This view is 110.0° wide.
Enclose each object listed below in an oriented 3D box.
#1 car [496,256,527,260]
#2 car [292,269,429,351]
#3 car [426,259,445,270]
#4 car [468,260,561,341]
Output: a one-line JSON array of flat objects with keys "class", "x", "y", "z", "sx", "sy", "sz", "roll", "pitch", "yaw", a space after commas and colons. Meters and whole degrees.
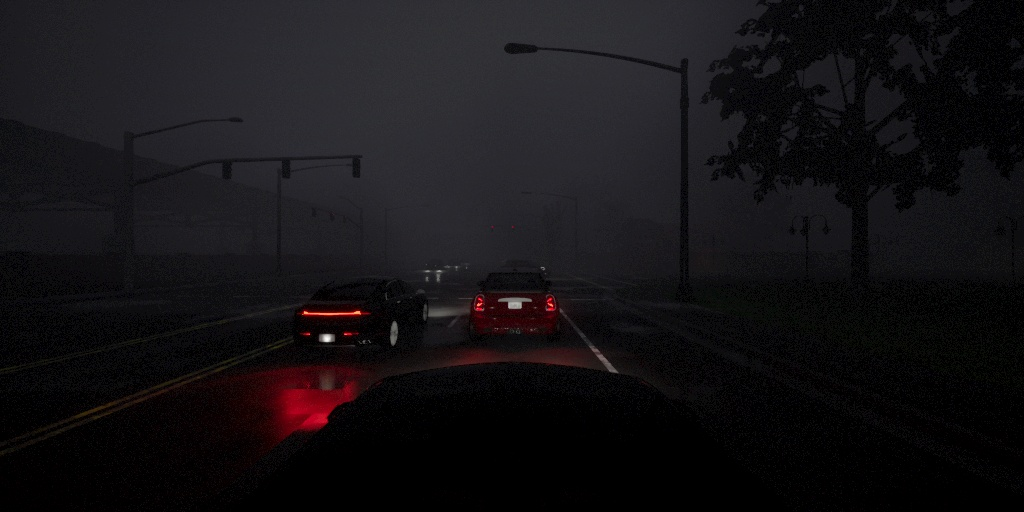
[{"class": "car", "x": 1.292, "y": 1.087, "z": 32.408, "sx": 4.553, "sy": 1.767, "sz": 2.097, "roll": 0, "pitch": 0, "yaw": 24}, {"class": "car", "x": -3.421, "y": 1.255, "z": 8.997, "sx": 1.837, "sy": 1.490, "sz": 4.892, "roll": 0, "pitch": 0, "yaw": -1}, {"class": "car", "x": -10.623, "y": 1.190, "z": 49.768, "sx": 1.837, "sy": 1.490, "sz": 4.892, "roll": 0, "pitch": 0, "yaw": 0}, {"class": "car", "x": 0.075, "y": 1.102, "z": 9.990, "sx": 2.097, "sy": 1.767, "sz": 4.553, "roll": 0, "pitch": 0, "yaw": 0}]
